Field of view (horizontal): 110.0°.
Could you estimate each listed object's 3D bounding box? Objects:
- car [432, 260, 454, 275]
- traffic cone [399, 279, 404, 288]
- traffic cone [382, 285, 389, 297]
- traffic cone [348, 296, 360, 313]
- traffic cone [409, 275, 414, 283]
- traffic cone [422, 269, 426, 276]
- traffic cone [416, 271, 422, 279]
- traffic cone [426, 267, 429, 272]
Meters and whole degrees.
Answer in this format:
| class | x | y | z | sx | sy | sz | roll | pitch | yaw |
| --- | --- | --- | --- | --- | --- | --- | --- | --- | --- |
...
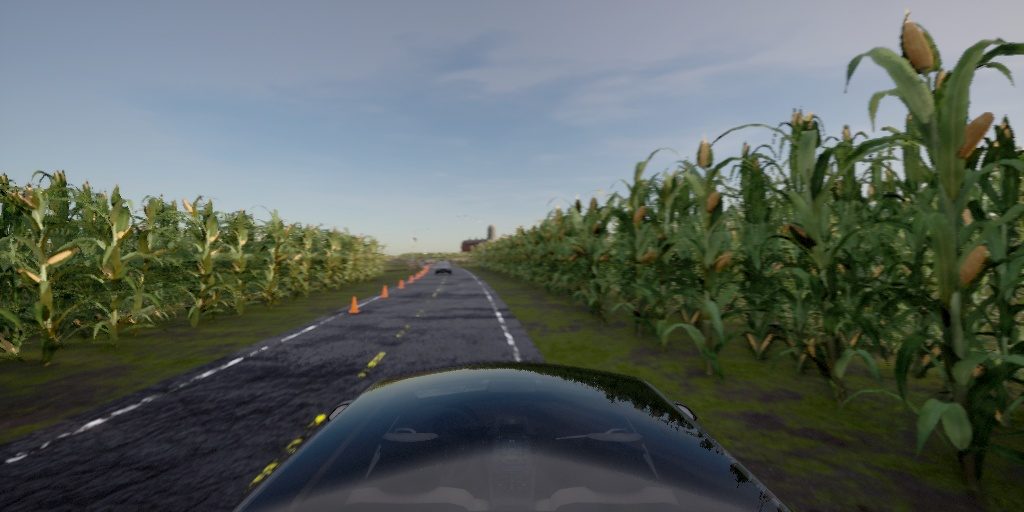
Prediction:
| class | x | y | z | sx | sy | sz | roll | pitch | yaw |
| --- | --- | --- | --- | --- | --- | --- | --- | --- | --- |
| car | -7.675 | 1.336 | 40.312 | 1.837 | 1.490 | 4.892 | -1 | 0 | -11 |
| traffic cone | -7.134 | 1.788 | 23.146 | 0.340 | 0.580 | 0.340 | 0 | 0 | -8 |
| traffic cone | -6.456 | 1.782 | 18.220 | 0.340 | 0.580 | 0.340 | 0 | 0 | -7 |
| traffic cone | -5.834 | 1.776 | 13.287 | 0.340 | 0.580 | 0.340 | 0 | 0 | -7 |
| traffic cone | -7.868 | 1.795 | 28.062 | 0.340 | 0.580 | 0.340 | 0 | 0 | -9 |
| traffic cone | -9.508 | 1.810 | 37.869 | 0.340 | 0.580 | 0.340 | 0 | 0 | -10 |
| traffic cone | -8.660 | 1.802 | 32.971 | 0.340 | 0.580 | 0.340 | 0 | 0 | -9 |
| traffic cone | -10.413 | 1.819 | 42.758 | 0.340 | 0.580 | 0.340 | 0 | 0 | -11 |
